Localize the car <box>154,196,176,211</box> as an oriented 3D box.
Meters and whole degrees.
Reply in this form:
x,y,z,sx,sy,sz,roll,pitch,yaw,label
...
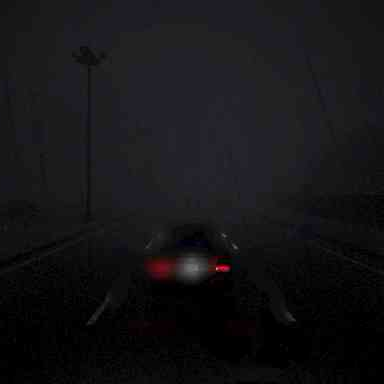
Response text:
x,y,z,sx,sy,sz,roll,pitch,yaw,label
-3.384,1.547,39.954,2.033,1.411,5.357,0,0,0,car

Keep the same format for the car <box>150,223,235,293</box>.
x,y,z,sx,sy,sz,roll,pitch,yaw,label
0.007,1.548,8.959,2.033,1.411,5.357,0,0,0,car

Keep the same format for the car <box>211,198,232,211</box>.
x,y,z,sx,sy,sz,roll,pitch,yaw,label
3.615,1.478,39.789,1.882,1.535,5.008,0,0,0,car

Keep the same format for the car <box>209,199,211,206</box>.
x,y,z,sx,sy,sz,roll,pitch,yaw,label
3.692,1.564,50.206,1.994,1.385,4.181,0,0,0,car

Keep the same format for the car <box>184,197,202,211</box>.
x,y,z,sx,sy,sz,roll,pitch,yaw,label
0.116,1.491,39.895,2.128,1.511,4.902,0,0,0,car

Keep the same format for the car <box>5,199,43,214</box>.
x,y,z,sx,sy,sz,roll,pitch,yaw,label
-18.473,1.564,36.818,1.994,1.385,4.181,0,0,1,car

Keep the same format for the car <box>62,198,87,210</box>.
x,y,z,sx,sy,sz,roll,pitch,yaw,label
-14.881,1.478,42.508,1.882,1.535,5.008,0,0,1,car

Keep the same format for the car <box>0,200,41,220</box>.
x,y,z,sx,sy,sz,roll,pitch,yaw,label
-15.049,1.491,28.477,2.128,1.511,4.902,0,0,0,car

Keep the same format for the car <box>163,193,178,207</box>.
x,y,z,sx,sy,sz,roll,pitch,yaw,label
-3.308,1.221,50.284,2.150,2.045,5.566,0,0,0,car

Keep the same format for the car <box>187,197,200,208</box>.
x,y,z,sx,sy,sz,roll,pitch,yaw,label
0.192,1.505,50.230,1.837,1.490,4.892,0,0,0,car
